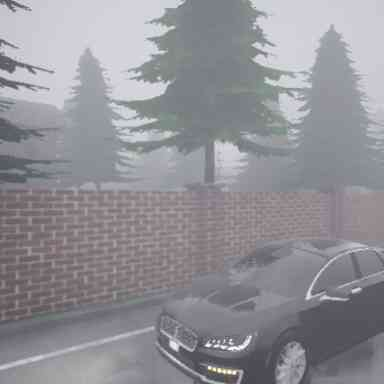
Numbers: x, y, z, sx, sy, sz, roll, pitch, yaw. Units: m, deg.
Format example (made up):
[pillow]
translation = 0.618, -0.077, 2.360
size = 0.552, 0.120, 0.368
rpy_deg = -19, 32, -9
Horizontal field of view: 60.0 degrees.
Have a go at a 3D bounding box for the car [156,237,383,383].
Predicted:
[car]
translation = 1.770, 1.547, 5.257
size = 4.892, 1.490, 1.837
rpy_deg = 1, 0, -36
